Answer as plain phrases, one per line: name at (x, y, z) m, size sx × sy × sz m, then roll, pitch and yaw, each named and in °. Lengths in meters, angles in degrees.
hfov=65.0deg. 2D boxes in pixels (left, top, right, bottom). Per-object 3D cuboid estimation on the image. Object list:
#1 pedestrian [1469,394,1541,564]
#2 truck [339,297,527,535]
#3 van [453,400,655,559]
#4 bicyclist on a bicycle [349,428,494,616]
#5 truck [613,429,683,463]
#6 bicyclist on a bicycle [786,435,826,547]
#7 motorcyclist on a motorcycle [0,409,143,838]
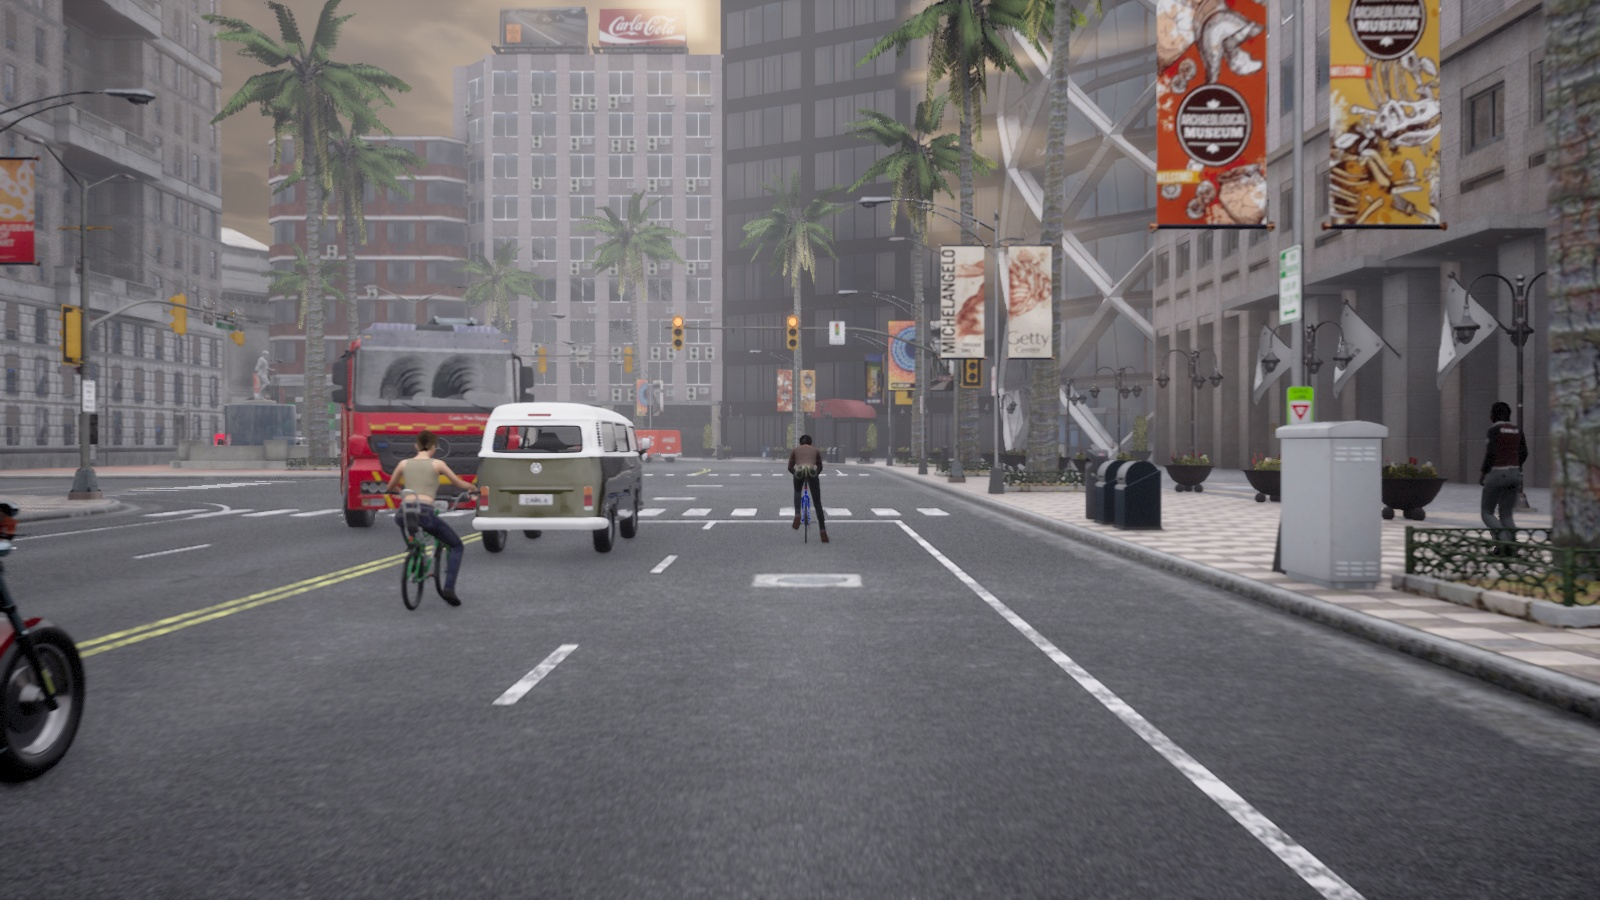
pedestrian at (8.163, 0.327, 14.560) m, size 0.402 × 1.930 × 0.666 m, roll 0°, pitch 0°, yaw -6°
truck at (-7.464, -0.563, 24.651) m, size 2.891 × 3.827 × 8.468 m, roll 0°, pitch 0°, yaw -21°
van at (-3.406, 0.364, 18.299) m, size 2.069 × 2.038 × 4.480 m, roll 0°, pitch 0°, yaw 0°
bicyclist on a bicycle at (-3.441, 0.615, 11.567) m, size 0.866 × 1.612 × 1.509 m, roll 0°, pitch 0°, yaw 0°
truck at (-11.491, -0.283, 94.661) m, size 2.627 × 2.467 × 5.204 m, roll 0°, pitch 0°, yaw -43°
bicyclist on a bicycle at (0.091, 0.592, 18.964) m, size 0.582 × 1.620 × 1.656 m, roll 0°, pitch 0°, yaw 0°
motorcyclist on a motorcycle at (-3.464, 0.668, 4.707) m, size 0.766 × 1.649 × 2.350 m, roll 0°, pitch 0°, yaw 0°
